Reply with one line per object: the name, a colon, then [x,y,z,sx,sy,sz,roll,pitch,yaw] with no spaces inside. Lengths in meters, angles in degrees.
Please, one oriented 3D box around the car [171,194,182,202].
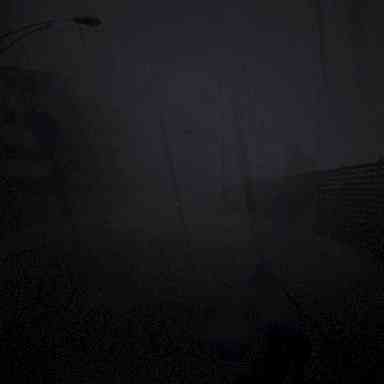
car: [-4.009,1.527,78.235,2.128,1.511,4.902,0,0,0]
